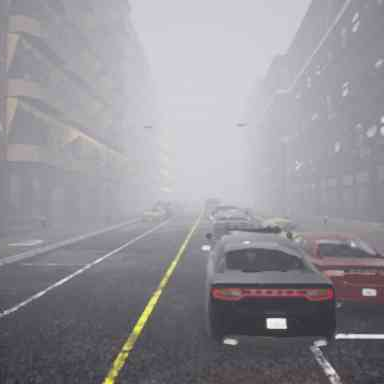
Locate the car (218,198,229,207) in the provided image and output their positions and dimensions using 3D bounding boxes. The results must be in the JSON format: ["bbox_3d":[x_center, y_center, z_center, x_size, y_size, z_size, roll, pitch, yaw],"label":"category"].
[{"bbox_3d":[7.047,2.290,74.176,2.192,1.841,5.009,1,-1,3],"label":"car"}]

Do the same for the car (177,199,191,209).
[{"bbox_3d":[-1.432,2.217,63.656,2.192,1.841,5.009,1,-1,3],"label":"car"}]

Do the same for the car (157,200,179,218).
[{"bbox_3d":[-3.060,1.826,36.055,2.192,1.841,5.009,1,-1,3],"label":"car"}]

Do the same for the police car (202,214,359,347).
[{"bbox_3d":[1.230,1.498,6.813,1.930,1.638,5.238,-1,-1,3],"label":"police car"}]

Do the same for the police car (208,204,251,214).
[{"bbox_3d":[1.930,1.619,16.791,1.930,1.638,5.238,-1,-1,3],"label":"police car"}]

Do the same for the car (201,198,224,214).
[{"bbox_3d":[2.701,1.779,43.771,2.150,2.045,5.566,-1,-1,3],"label":"car"}]

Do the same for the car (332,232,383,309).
[{"bbox_3d":[3.171,1.611,7.923,1.887,1.381,4.507,1,-1,3],"label":"car"}]

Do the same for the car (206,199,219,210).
[{"bbox_3d":[3.544,2.115,58.171,2.097,1.767,4.553,-1,-1,3],"label":"car"}]

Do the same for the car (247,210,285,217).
[{"bbox_3d":[3.507,1.660,13.615,1.752,1.417,4.829,1,-1,3],"label":"car"}]

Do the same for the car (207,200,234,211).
[{"bbox_3d":[2.274,1.619,22.644,2.097,1.767,4.553,-1,-1,3],"label":"car"}]

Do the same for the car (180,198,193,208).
[{"bbox_3d":[-1.107,2.299,69.175,2.192,1.841,5.009,1,-1,3],"label":"car"}]

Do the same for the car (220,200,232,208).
[{"bbox_3d":[6.436,2.249,63.131,1.967,1.590,4.097,1,-1,3],"label":"car"}]

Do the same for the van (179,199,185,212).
[{"bbox_3d":[-2.409,2.002,47.093,1.690,1.788,3.998,1,-1,3],"label":"van"}]

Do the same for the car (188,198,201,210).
[{"bbox_3d":[0.813,2.303,58.559,1.837,1.490,4.892,-1,-1,3],"label":"car"}]

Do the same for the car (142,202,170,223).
[{"bbox_3d":[-3.399,1.962,30.361,1.752,1.417,4.829,1,-1,3],"label":"car"}]

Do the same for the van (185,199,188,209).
[{"bbox_3d":[-2.084,2.081,52.615,1.690,1.788,3.998,1,-1,3],"label":"van"}]

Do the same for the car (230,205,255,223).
[{"bbox_3d":[4.473,1.890,30.005,1.887,1.381,4.507,1,-1,3],"label":"car"}]

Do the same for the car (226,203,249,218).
[{"bbox_3d":[4.799,1.969,35.527,2.008,1.369,4.403,1,-1,3],"label":"car"}]

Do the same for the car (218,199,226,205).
[{"bbox_3d":[7.697,2.589,85.217,1.967,1.590,4.097,1,-1,3],"label":"car"}]

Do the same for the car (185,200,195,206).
[{"bbox_3d":[-0.459,2.719,80.214,1.947,1.339,4.313,1,-1,3],"label":"car"}]
